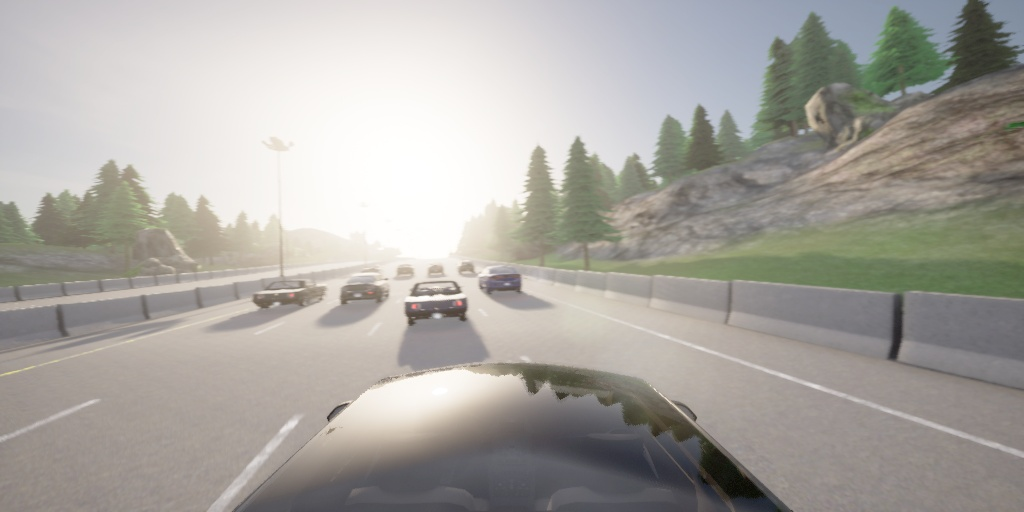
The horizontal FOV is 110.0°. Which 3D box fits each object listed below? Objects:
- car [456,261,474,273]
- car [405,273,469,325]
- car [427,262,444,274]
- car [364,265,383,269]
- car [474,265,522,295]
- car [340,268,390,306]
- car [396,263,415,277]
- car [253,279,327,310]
[{"bbox_3d":[-5.531,1.321,42.931,1.837,1.490,4.892,-2,1,-12],"label":"car"},{"bbox_3d":[-2.676,1.495,12.764,1.895,1.301,4.718,-2,0,-12],"label":"car"},{"bbox_3d":[-9.102,1.447,42.903,2.128,1.511,4.902,-2,1,-12],"label":"car"},{"bbox_3d":[-15.844,1.740,40.986,2.128,1.511,4.902,-2,1,-12],"label":"car"},{"bbox_3d":[-0.768,1.279,20.575,1.882,1.535,5.008,-2,0,-12],"label":"car"},{"bbox_3d":[-7.466,1.614,18.459,1.812,1.442,4.674,-2,0,-12],"label":"car"},{"bbox_3d":[-12.700,1.573,43.008,1.882,1.535,5.008,-2,1,-12],"label":"car"},{"bbox_3d":[-10.973,1.837,18.154,1.895,1.301,4.718,-2,0,-12],"label":"car"}]
